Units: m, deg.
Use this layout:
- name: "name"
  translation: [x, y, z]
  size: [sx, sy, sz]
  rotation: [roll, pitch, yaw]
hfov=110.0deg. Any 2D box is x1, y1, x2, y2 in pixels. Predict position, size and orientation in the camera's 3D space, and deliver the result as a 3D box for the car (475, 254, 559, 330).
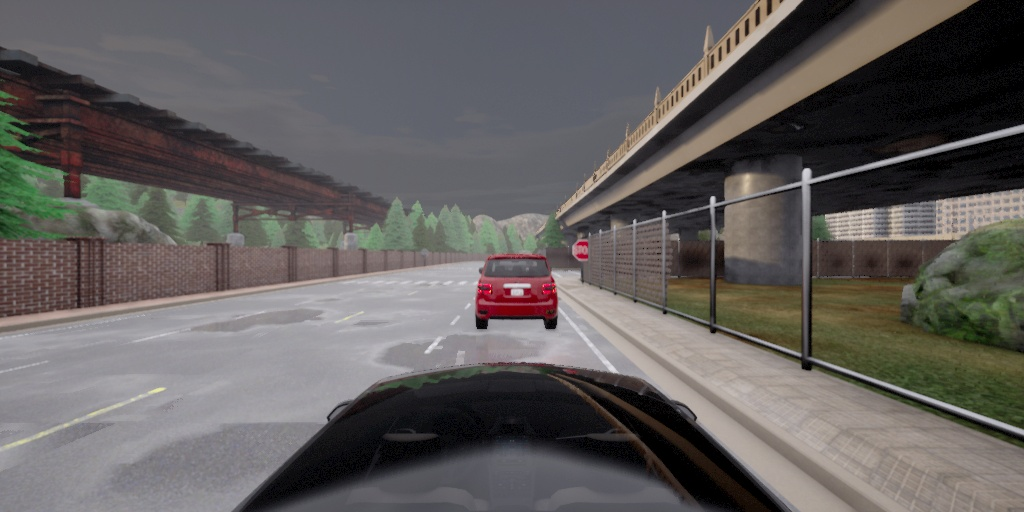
- name: "car"
  translation: [0.108, 0.949, 11.187]
  size: [2.150, 2.045, 5.566]
  rotation: [0, 0, 0]
